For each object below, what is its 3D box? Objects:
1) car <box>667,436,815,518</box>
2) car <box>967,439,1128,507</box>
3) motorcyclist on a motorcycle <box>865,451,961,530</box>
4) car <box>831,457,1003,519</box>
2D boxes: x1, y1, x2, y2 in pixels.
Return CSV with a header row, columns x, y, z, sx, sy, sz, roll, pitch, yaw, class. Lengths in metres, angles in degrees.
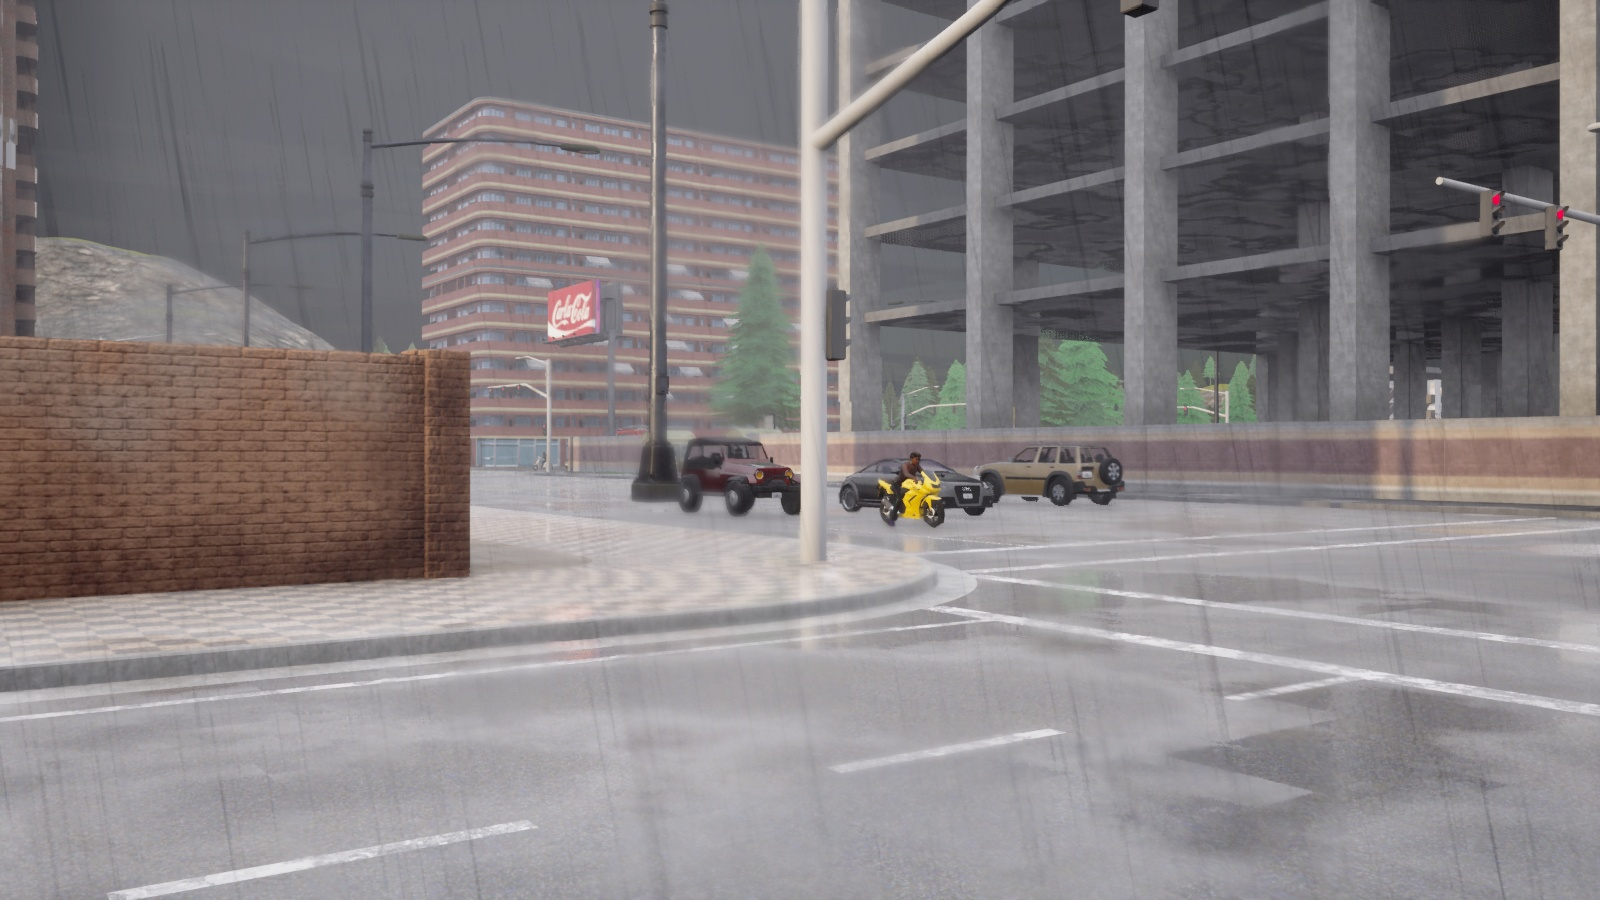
x,y,z,sx,sy,sz,roll,pitch,yaw,class
-1.511,0.619,30.884,1.905,1.878,3.866,0,0,-34,car
7.160,0.636,36.806,1.932,1.855,4.605,0,0,-34,car
2.260,0.784,25.376,0.797,1.523,2.044,0,0,-35,motorcyclist on a motorcycle
2.787,0.878,30.800,1.994,1.385,4.181,0,0,-34,car
